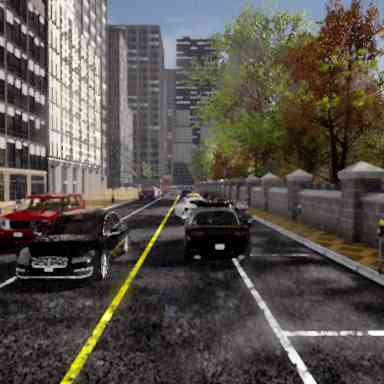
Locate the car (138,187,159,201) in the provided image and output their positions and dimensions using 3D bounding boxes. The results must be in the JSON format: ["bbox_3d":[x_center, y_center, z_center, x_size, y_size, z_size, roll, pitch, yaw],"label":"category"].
[{"bbox_3d":[-6.231,0.207,46.436,2.192,1.841,5.009,0,1,-1],"label":"car"}]

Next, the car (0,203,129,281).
[{"bbox_3d":[-2.970,1.282,9.230,1.837,1.490,4.892,0,1,-1],"label":"car"}]

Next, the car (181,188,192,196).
[{"bbox_3d":[-1.125,-0.094,66.459,2.128,1.511,4.902,0,1,-1],"label":"car"}]

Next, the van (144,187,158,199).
[{"bbox_3d":[-6.330,0.100,51.975,1.690,1.788,3.998,0,1,-1],"label":"van"}]

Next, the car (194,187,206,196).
[{"bbox_3d":[1.497,-0.064,63.124,1.967,1.590,4.097,0,1,-1],"label":"car"}]

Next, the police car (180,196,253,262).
[{"bbox_3d":[0.681,1.159,11.199,1.930,1.638,5.238,0,1,-1],"label":"police car"}]

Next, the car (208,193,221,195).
[{"bbox_3d":[2.190,1.007,24.296,1.802,1.307,4.206,0,1,-1],"label":"car"}]

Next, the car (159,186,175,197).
[{"bbox_3d":[-3.585,-0.015,50.070,1.812,1.442,4.674,0,1,-1],"label":"car"}]

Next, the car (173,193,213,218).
[{"bbox_3d":[0.039,1.030,20.876,1.812,1.442,4.674,0,1,-14],"label":"car"}]

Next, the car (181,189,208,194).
[{"bbox_3d":[0.145,0.808,27.305,1.801,1.575,5.366,0,1,4],"label":"car"}]

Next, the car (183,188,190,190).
[{"bbox_3d":[-0.764,0.346,47.578,1.882,1.535,5.008,0,1,-1],"label":"car"}]

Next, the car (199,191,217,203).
[{"bbox_3d":[1.893,0.595,40.938,1.947,1.339,4.313,0,1,-1],"label":"car"}]

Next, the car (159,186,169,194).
[{"bbox_3d":[-6.679,-0.594,79.668,2.192,1.841,5.009,0,1,-1],"label":"car"}]

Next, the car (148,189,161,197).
[{"bbox_3d":[-6.429,0.208,57.519,1.802,1.307,4.206,0,1,-1],"label":"car"}]

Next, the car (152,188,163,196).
[{"bbox_3d":[-6.525,0.021,62.886,1.752,1.417,4.829,0,1,-1],"label":"car"}]

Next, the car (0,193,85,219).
[{"bbox_3d":[-5.640,0.997,13.202,2.192,1.841,5.009,0,1,-1],"label":"car"}]
